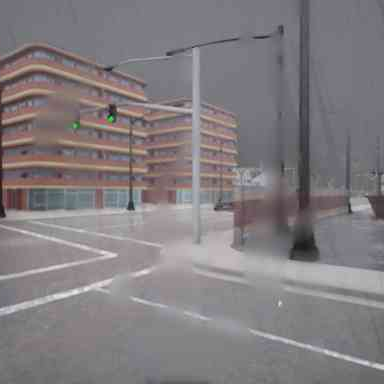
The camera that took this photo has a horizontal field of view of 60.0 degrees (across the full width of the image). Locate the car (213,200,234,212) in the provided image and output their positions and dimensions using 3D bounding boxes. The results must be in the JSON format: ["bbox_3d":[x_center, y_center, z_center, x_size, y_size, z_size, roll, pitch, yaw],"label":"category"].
[{"bbox_3d":[4.160,1.558,37.819,1.994,1.385,4.181,0,0,36],"label":"car"}]
